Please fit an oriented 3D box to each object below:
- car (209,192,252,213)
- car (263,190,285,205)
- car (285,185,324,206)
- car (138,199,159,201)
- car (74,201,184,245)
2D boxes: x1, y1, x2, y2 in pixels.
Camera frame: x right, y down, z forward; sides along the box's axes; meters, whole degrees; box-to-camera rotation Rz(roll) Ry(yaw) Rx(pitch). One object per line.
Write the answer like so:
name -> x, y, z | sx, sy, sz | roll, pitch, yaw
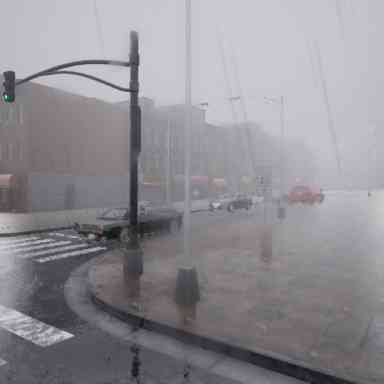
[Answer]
car -> 3.193, 0.794, 26.934 | 2.128, 1.511, 4.902 | 0, 2, 35
car -> 9.160, 0.572, 35.293 | 1.812, 1.442, 4.674 | 0, 2, 36
car -> 11.804, 0.277, 33.926 | 2.150, 2.045, 5.566 | 0, 2, 36
car -> -2.640, 1.127, 18.754 | 1.994, 1.385, 4.181 | 0, 2, 36
car -> -2.401, 1.279, 14.014 | 1.895, 1.301, 4.718 | 0, 2, 35
